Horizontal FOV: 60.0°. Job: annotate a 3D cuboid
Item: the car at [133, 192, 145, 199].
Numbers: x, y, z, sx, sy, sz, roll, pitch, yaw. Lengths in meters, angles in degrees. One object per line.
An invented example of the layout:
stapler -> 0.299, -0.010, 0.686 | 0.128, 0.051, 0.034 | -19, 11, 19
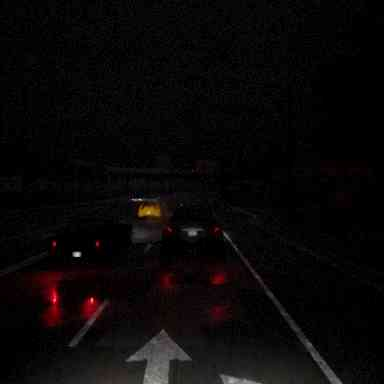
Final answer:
car -> -13.996, 1.166, 86.269 | 1.994, 1.385, 4.181 | 0, 1, 0

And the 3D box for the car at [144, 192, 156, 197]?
car -> -10.496, 1.091, 86.280 | 1.882, 1.535, 5.008 | 0, 1, 0

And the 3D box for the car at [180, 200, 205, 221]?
car -> 0.046, 1.483, 28.098 | 1.882, 1.535, 5.008 | 0, 0, 1

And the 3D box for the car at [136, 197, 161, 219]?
car -> -3.445, 1.483, 29.090 | 1.882, 1.535, 5.008 | 0, 0, 1

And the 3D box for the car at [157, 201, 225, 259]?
car -> 0.046, 1.354, 12.814 | 2.097, 1.767, 4.553 | 0, 0, 1

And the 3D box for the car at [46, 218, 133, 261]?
car -> -3.462, 1.603, 12.292 | 1.895, 1.301, 4.718 | 0, 0, 1
